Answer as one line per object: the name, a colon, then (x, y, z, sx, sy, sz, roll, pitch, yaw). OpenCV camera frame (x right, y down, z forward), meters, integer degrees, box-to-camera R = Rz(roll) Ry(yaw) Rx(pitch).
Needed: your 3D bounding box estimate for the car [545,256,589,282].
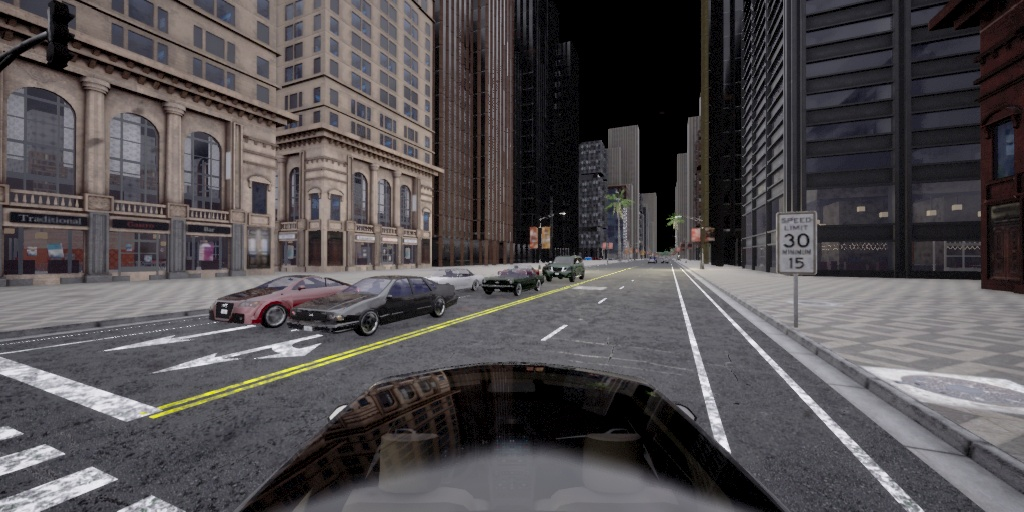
car: (4.463, 0.987, 29.372, 2.150, 2.045, 5.566, 0, 0, 23)

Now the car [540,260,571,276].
car: (4.713, 1.251, 37.947, 1.882, 1.535, 5.008, 0, 0, 24)

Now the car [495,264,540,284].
car: (0.579, 1.364, 28.616, 1.895, 1.301, 4.718, 0, 0, 24)

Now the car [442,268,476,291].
car: (-3.425, 1.357, 19.494, 1.895, 1.301, 4.718, 0, 0, 24)

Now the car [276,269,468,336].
car: (-3.690, 1.299, 10.796, 2.033, 1.411, 5.357, 0, 0, 24)

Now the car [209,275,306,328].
car: (-6.939, 1.316, 11.469, 1.994, 1.385, 4.181, 0, 0, 24)

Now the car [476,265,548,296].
car: (0.162, 1.358, 19.577, 1.895, 1.301, 4.718, 0, 0, 24)
